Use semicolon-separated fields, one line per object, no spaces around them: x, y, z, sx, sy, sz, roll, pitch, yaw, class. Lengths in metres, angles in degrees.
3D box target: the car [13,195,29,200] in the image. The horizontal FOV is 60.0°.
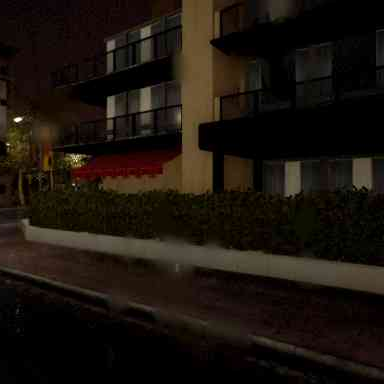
-36.129;1.463;67.948;4.892;1.521;2.231;0;0;36;car
